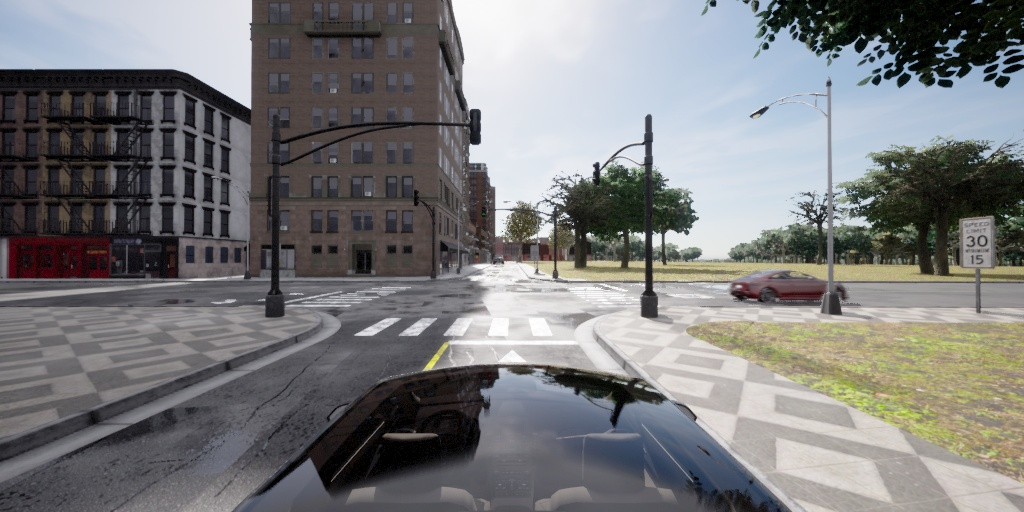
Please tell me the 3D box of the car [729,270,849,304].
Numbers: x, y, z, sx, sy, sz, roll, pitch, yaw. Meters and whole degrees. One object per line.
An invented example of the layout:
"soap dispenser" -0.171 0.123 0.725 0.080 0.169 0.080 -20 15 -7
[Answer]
"car" 11.747 1.281 15.407 4.181 1.385 1.994 0 -1 0
